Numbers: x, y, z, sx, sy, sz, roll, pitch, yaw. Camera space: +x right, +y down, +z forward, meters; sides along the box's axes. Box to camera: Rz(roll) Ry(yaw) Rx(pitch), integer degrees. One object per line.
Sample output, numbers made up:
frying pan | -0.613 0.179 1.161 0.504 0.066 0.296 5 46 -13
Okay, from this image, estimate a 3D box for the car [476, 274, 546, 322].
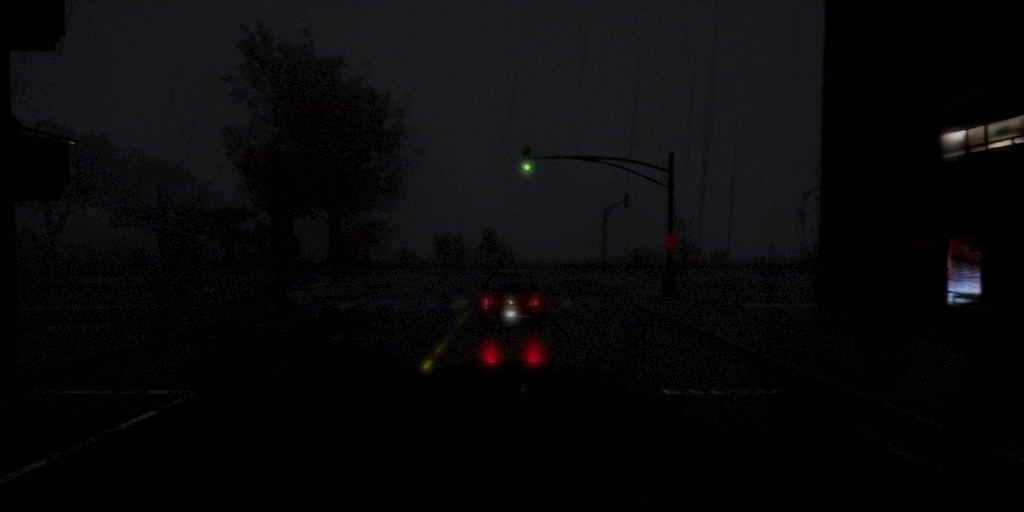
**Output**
car | -0.094 1.247 11.777 1.895 1.301 4.718 0 0 -2
